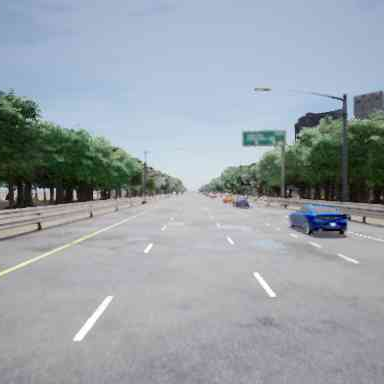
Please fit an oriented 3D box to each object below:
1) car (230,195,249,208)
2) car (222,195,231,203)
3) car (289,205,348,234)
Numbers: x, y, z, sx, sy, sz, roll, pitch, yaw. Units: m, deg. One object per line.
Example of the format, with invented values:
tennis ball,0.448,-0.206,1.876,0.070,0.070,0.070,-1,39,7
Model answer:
car,7.124,1.497,48.495,1.812,1.442,4.674,0,0,0
car,7.199,1.294,66.501,2.097,1.767,4.553,0,0,0
car,7.022,1.490,19.022,1.882,1.535,5.008,0,0,0
